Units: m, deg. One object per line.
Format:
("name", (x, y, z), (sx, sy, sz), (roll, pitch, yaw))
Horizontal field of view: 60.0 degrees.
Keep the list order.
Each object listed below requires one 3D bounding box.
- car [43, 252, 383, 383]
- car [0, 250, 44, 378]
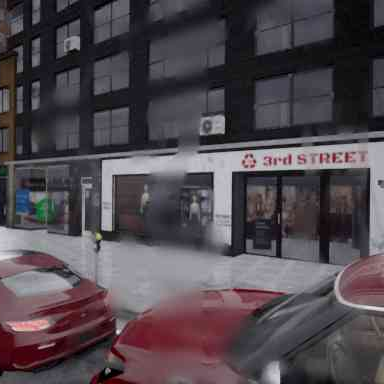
("car", (1.588, 1.315, 1.941), (5.009, 1.841, 2.192), (0, 1, 35))
("car", (-2.965, 1.580, 5.176), (4.206, 1.307, 1.802), (0, 1, 35))
